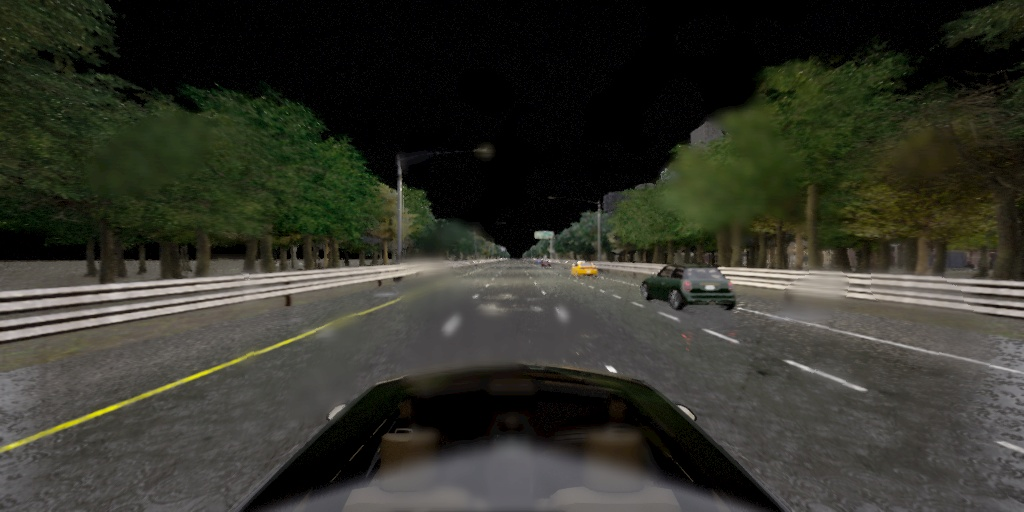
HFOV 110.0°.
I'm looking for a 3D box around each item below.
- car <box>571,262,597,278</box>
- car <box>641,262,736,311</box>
[{"bbox_3d":[7.054,1.344,35.427,1.882,1.535,5.008,0,0,0],"label":"car"},{"bbox_3d":[7.005,1.129,14.803,2.097,1.767,4.553,0,0,0],"label":"car"}]
